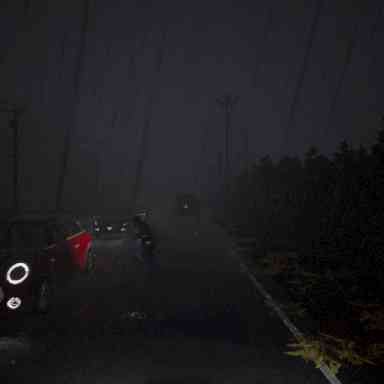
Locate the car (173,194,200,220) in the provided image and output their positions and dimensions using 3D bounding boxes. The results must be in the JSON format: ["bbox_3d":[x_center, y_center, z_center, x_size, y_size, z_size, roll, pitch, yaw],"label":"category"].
[{"bbox_3d":[-0.473,1.219,28.289,2.150,2.045,5.566,0,0,0],"label":"car"}]

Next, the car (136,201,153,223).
[{"bbox_3d":[-4.059,1.504,25.743,1.837,1.490,4.892,0,0,-1],"label":"car"}]

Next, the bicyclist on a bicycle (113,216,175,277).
[{"bbox_3d":[-1.282,1.454,8.803,1.656,1.620,0.582,-2,0,-1],"label":"bicyclist on a bicycle"}]

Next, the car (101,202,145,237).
[{"bbox_3d":[-3.967,1.506,18.237,1.837,1.490,4.892,0,0,-1],"label":"car"}]

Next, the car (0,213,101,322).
[{"bbox_3d":[-3.736,1.352,7.410,2.097,1.767,4.553,0,0,-1],"label":"car"}]
